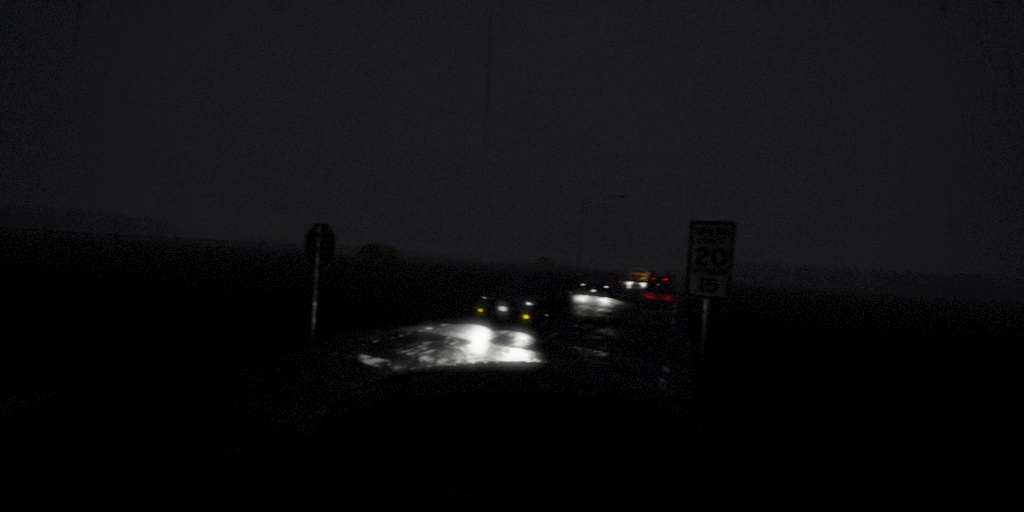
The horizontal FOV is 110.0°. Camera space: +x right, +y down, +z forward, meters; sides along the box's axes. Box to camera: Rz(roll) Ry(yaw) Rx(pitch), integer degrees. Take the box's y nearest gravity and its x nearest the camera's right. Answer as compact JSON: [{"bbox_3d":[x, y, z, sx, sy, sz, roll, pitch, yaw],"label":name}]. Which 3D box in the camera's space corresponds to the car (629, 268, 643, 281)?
[{"bbox_3d":[14.683,2.138,41.388,1.882,1.535,5.008,4,0,26],"label":"car"}]

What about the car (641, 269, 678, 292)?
[{"bbox_3d":[11.982,2.009,28.957,2.128,1.511,4.902,4,0,25],"label":"car"}]

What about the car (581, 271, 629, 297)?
[{"bbox_3d":[5.790,1.649,22.727,2.033,1.411,5.357,4,0,25],"label":"car"}]

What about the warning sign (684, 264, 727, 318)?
[{"bbox_3d":[7.562,1.367,14.153,1.300,1.860,1.060,0,0,25],"label":"warning sign"}]

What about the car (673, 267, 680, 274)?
[{"bbox_3d":[22.288,2.626,50.835,1.882,1.535,5.008,4,0,26],"label":"car"}]

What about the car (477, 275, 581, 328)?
[{"bbox_3d":[0.604,1.331,11.727,1.994,1.385,4.181,4,0,26],"label":"car"}]
